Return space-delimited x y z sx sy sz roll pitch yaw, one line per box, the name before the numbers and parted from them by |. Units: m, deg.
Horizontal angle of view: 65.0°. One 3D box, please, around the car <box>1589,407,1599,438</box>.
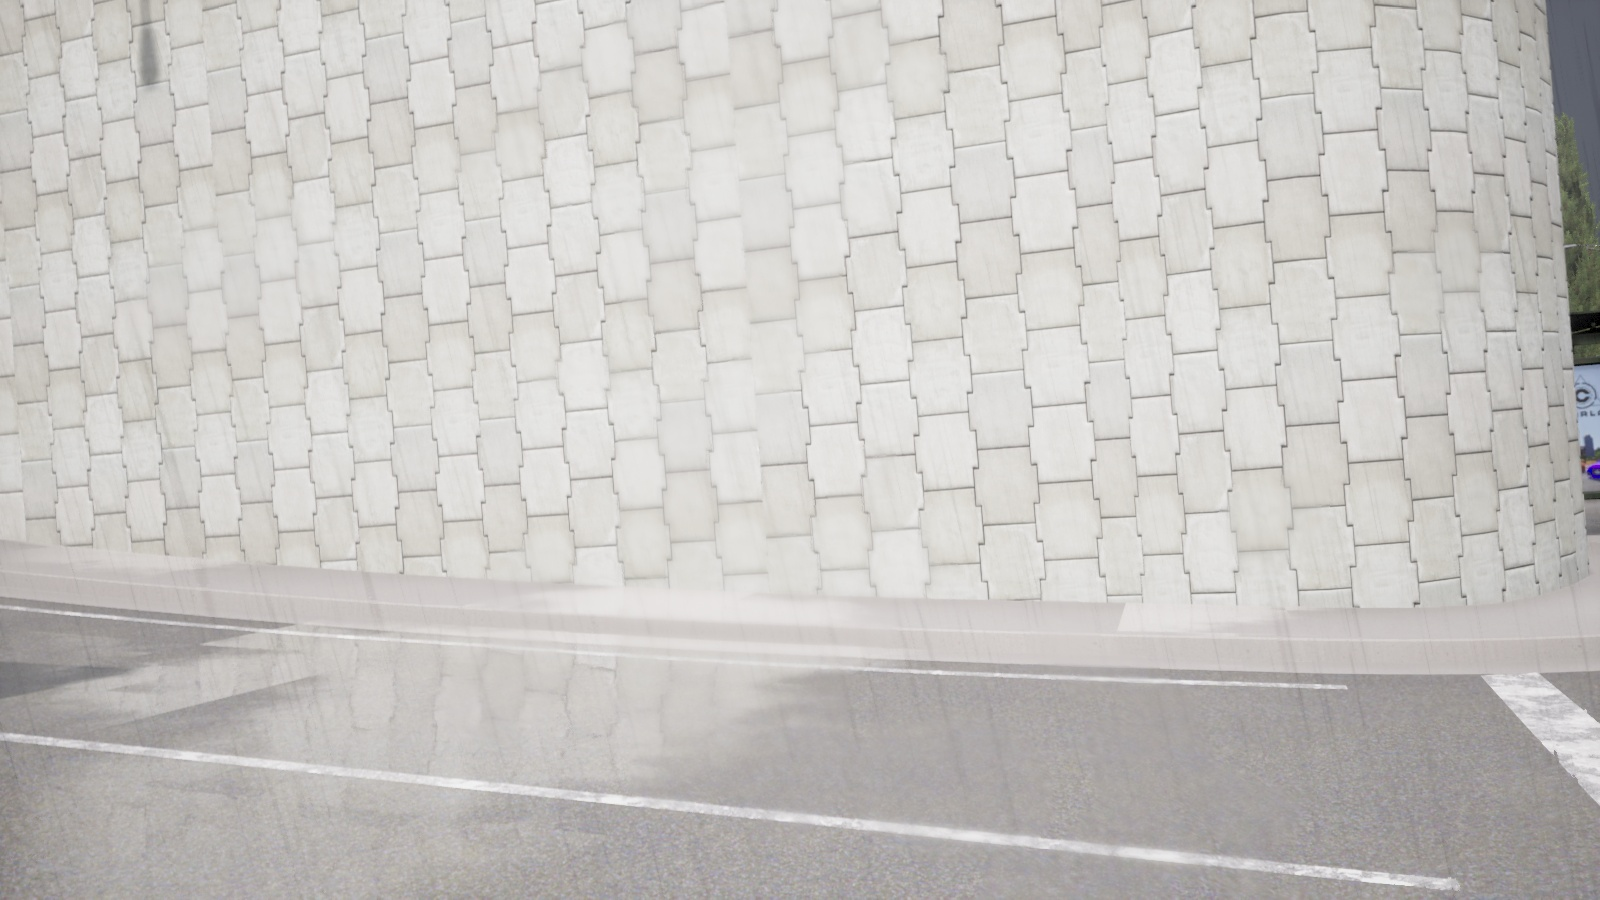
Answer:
car | 43.443 -1.514 65.934 2.242 1.667 4.611 -4 0 18
